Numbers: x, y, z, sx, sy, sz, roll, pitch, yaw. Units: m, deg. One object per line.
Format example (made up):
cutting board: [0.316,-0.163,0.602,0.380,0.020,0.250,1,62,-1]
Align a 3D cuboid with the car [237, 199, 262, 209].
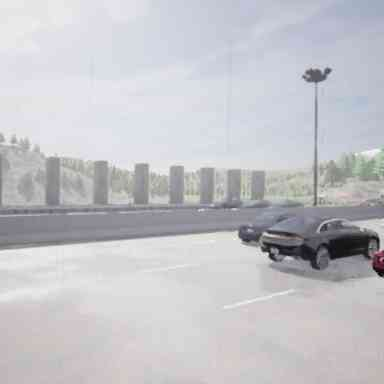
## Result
car: [7.985,1.607,39.589,4.674,1.442,1.812,0,0,-35]

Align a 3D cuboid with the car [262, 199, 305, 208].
car: [10.670,1.596,37.258,4.902,1.511,2.128,1,0,-36]

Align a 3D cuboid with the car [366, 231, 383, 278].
car: [6.651,1.658,8.450,4.718,1.301,1.895,0,0,-35]

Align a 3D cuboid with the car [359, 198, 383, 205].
car: [22.889,1.559,41.850,4.553,1.767,2.097,0,0,-36]

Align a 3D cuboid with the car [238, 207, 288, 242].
car: [4.092,1.603,15.192,4.181,1.385,1.994,0,0,-35]

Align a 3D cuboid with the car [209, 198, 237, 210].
car: [4.371,1.543,41.341,4.902,1.511,2.128,0,0,-36]

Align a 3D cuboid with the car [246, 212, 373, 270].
car: [4.412,1.531,11.149,4.902,1.511,2.128,0,0,-35]
